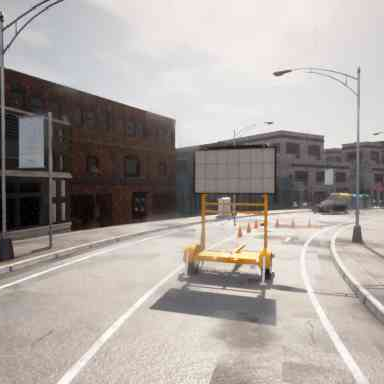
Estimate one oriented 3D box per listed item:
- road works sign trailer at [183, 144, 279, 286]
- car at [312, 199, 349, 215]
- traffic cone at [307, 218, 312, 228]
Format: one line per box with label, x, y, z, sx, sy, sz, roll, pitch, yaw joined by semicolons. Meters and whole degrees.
road works sign trailer;1.250;0.462;9.687;2.380;3.560;2.880;0;0;20
car;14.328;1.511;34.391;5.008;1.535;1.882;0;0;-39
traffic cone;7.479;1.982;21.165;0.340;0.580;0.340;1;0;22
